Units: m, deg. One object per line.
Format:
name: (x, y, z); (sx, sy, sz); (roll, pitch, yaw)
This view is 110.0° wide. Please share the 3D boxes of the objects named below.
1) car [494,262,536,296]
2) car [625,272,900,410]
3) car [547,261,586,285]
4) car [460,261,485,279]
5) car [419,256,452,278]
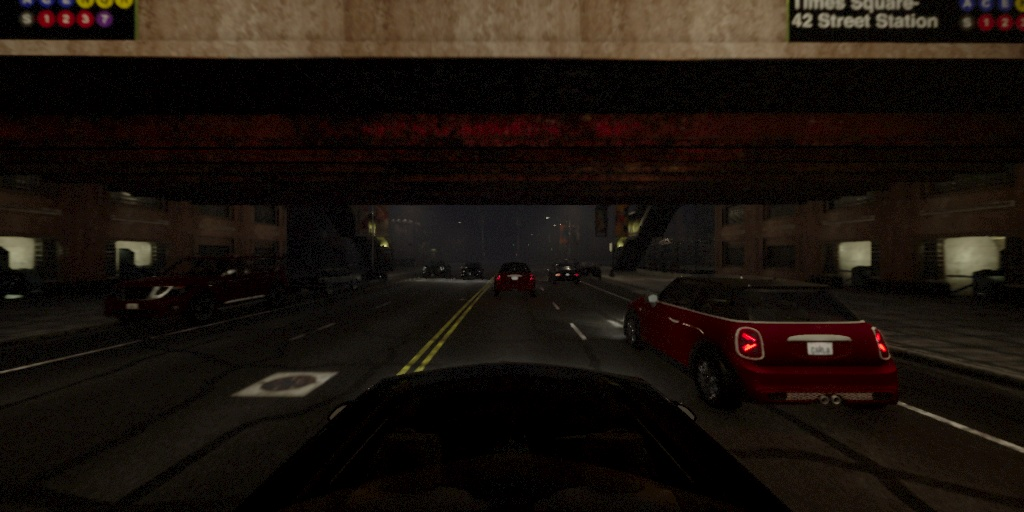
car: (0.160, 1.099, 19.371); (2.097, 1.767, 4.553); (0, 0, 1)
car: (3.599, 1.102, 6.316); (2.097, 1.767, 4.553); (0, 0, 0)
car: (3.713, 1.294, 26.333); (2.033, 1.411, 5.357); (0, 0, 0)
car: (-3.461, 1.250, 32.013); (1.837, 1.490, 4.892); (0, 0, 0)
car: (-6.958, 1.097, 33.619); (2.097, 1.767, 4.553); (0, 0, 0)
